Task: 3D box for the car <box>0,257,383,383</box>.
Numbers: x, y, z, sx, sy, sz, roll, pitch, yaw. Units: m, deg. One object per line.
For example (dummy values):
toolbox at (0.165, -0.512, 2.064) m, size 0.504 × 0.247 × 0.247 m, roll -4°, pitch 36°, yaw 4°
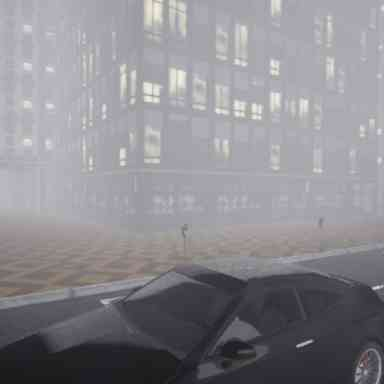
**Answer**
car at (0.301, 1.522, 3.550) m, size 4.674 × 1.442 × 1.812 m, roll 1°, pitch 0°, yaw -33°
